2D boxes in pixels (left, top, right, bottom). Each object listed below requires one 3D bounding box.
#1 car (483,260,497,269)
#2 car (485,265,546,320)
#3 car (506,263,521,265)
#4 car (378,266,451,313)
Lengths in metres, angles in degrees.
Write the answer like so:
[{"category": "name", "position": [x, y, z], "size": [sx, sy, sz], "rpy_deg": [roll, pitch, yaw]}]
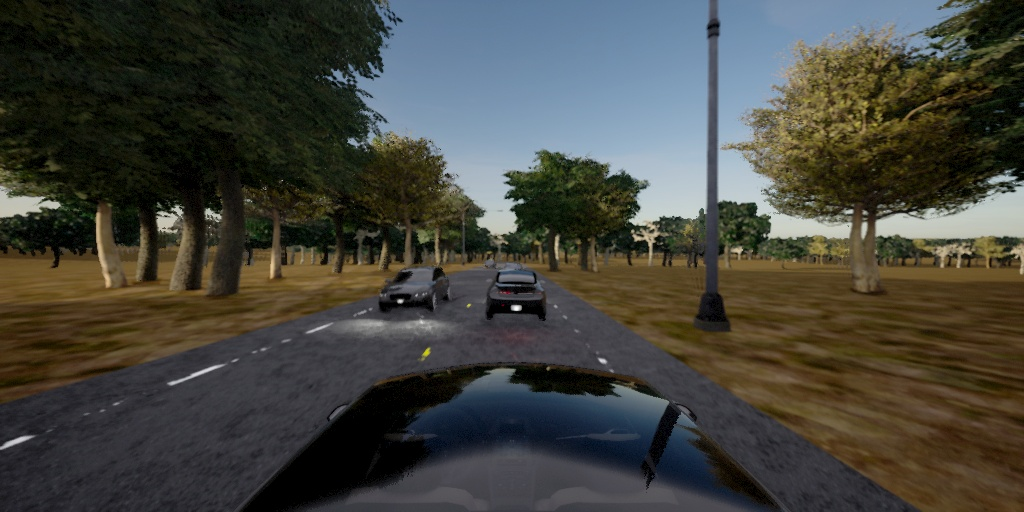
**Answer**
[{"category": "car", "position": [-3.473, 1.351, 57.100], "size": [1.837, 1.490, 4.892], "rpy_deg": [-1, 1, 0]}, {"category": "car", "position": [0.131, 1.223, 12.548], "size": [1.837, 1.490, 4.892], "rpy_deg": [1, 0, 0]}, {"category": "car", "position": [0.135, 1.307, 31.410], "size": [2.033, 1.411, 5.357], "rpy_deg": [1, 1, 0]}, {"category": "car", "position": [-3.604, 1.169, 13.966], "size": [1.837, 1.490, 4.892], "rpy_deg": [-1, 1, 0]}]
